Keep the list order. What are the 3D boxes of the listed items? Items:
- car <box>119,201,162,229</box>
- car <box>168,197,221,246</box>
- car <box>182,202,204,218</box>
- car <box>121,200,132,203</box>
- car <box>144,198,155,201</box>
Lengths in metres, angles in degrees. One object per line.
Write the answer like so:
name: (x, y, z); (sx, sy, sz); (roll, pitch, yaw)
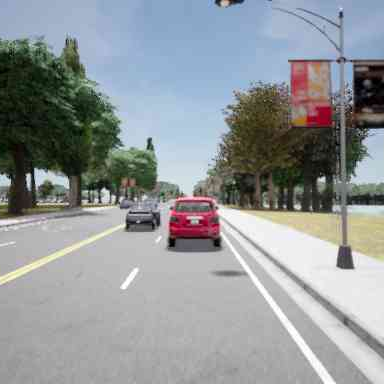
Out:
car: (-3.137, 1.574, 22.012); (2.128, 1.511, 4.902); (0, 0, 0)
car: (0.109, 1.264, 15.540); (2.150, 2.045, 5.566); (0, 0, 0)
car: (0.117, 1.737, 33.797); (2.033, 1.411, 5.357); (0, -1, 0)
car: (-9.784, 1.982, 50.941); (1.994, 1.385, 4.181); (0, -1, 0)
car: (-6.536, 1.768, 50.826); (2.097, 1.767, 4.553); (0, -1, 0)
